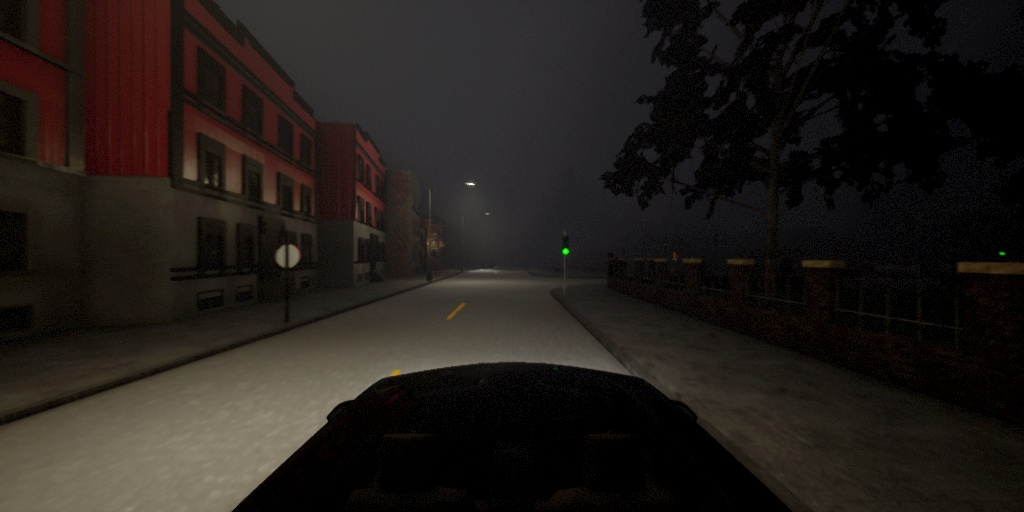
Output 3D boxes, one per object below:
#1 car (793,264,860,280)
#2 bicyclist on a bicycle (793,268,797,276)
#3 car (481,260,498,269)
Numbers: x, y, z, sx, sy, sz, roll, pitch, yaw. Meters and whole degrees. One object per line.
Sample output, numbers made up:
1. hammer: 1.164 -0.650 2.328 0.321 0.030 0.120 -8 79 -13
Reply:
1. car: 27.555 1.277 31.520 5.008 1.535 1.882 0 0 0
2. bicyclist on a bicycle: 17.845 1.135 23.153 0.582 1.620 1.656 0 0 0
3. car: -4.010 1.335 59.132 2.128 1.511 4.902 0 0 1
